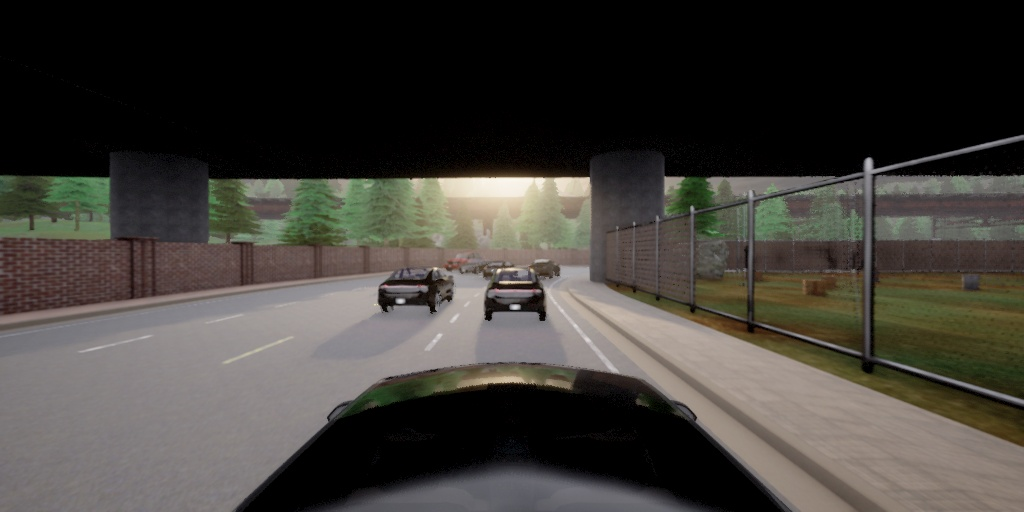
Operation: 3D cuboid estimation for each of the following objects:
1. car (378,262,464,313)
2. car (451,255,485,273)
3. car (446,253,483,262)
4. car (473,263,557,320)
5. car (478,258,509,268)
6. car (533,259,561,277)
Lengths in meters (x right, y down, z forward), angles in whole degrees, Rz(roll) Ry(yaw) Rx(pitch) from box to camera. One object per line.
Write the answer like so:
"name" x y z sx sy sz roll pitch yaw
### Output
"car" -3.349 1.139 13.350 2.128 1.511 4.902 0 1 1
"car" -3.249 0.959 33.618 2.128 1.511 4.902 0 0 23
"car" -4.927 0.646 38.533 2.150 2.045 5.566 0 0 29
"car" 0.127 1.150 12.129 2.128 1.511 4.902 0 1 1
"car" -0.823 1.070 29.227 1.994 1.385 4.181 0 1 17
"car" 2.690 1.013 28.840 1.837 1.490 4.892 0 0 18
